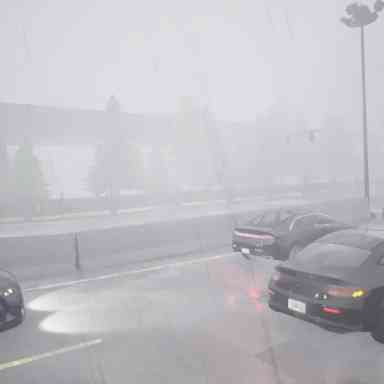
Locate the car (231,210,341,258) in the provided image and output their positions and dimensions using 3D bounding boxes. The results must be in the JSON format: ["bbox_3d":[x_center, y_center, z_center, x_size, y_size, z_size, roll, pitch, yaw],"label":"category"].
[{"bbox_3d":[3.428,1.306,10.539,4.902,1.511,2.128,-3,2,-36],"label":"car"}]

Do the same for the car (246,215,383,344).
[{"bbox_3d":[3.387,1.426,6.194,4.674,1.442,1.812,-2,1,-36],"label":"car"}]

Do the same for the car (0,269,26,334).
[{"bbox_3d":[-4.701,1.563,4.698,4.181,1.385,1.994,0,0,-36],"label":"car"}]
